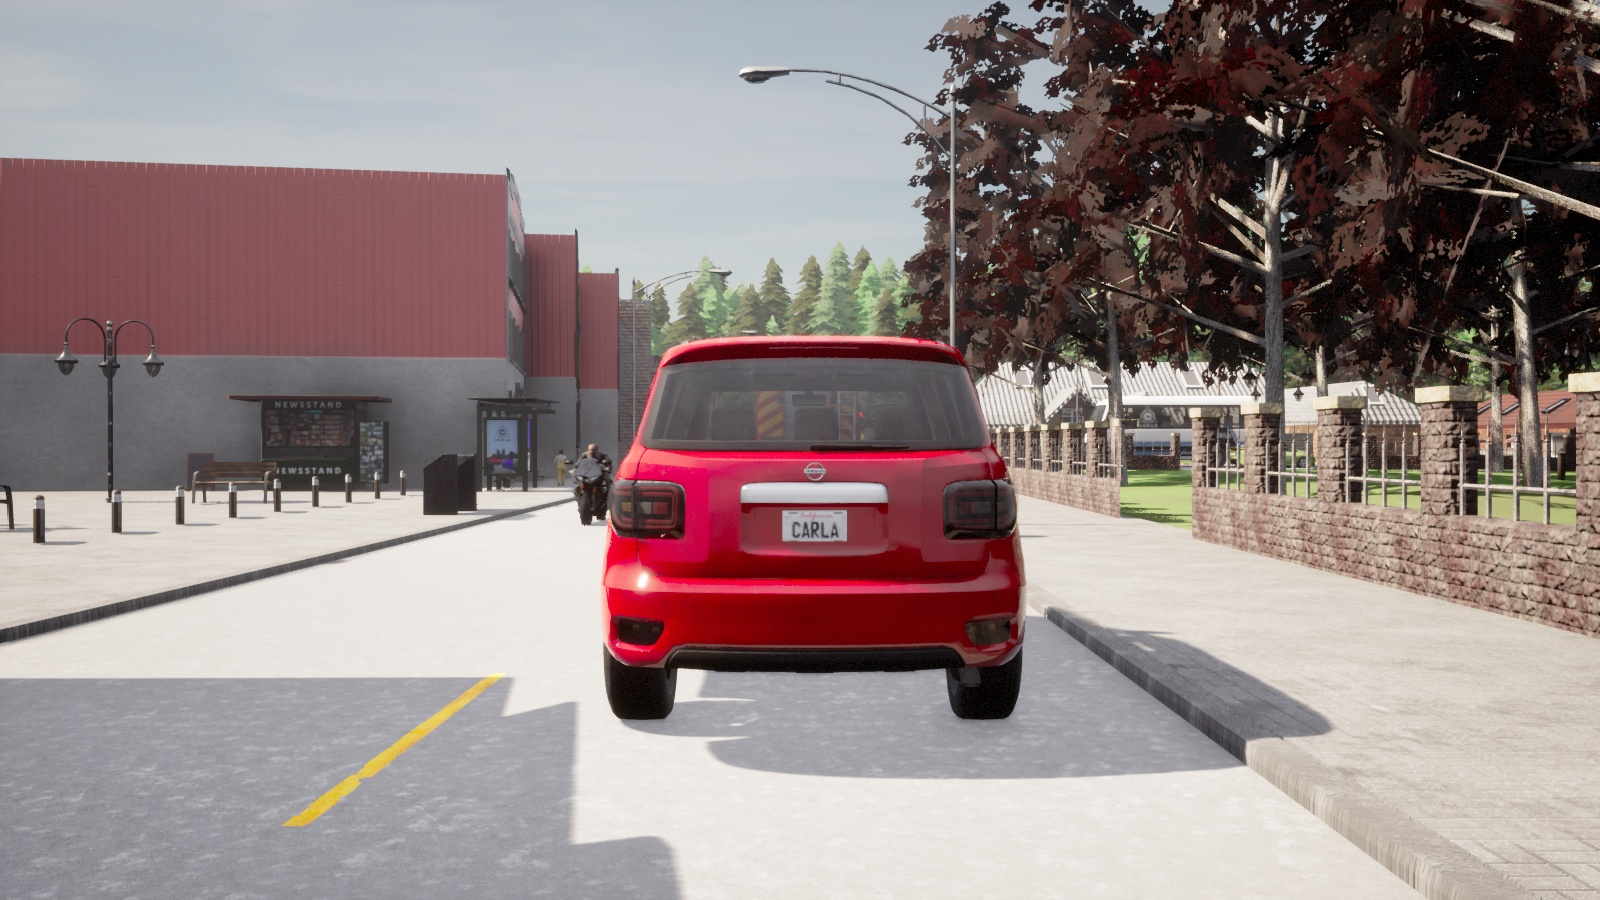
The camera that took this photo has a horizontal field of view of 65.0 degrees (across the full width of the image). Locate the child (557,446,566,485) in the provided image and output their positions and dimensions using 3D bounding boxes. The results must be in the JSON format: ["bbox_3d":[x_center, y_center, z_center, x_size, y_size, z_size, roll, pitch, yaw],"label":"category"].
[{"bbox_3d":[-7.789,0.499,40.964,0.270,1.263,0.437,0,0,-8],"label":"child"}]

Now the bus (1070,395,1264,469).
[{"bbox_3d":[21.515,-1.031,74.190,10.273,4.253,3.944,0,0,0],"label":"bus"}]

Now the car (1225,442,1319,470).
[{"bbox_3d":[26.317,0.319,70.087,4.514,1.525,2.007,0,0,-1],"label":"car"}]

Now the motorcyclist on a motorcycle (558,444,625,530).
[{"bbox_3d":[-3.840,0.647,23.302,0.866,1.530,2.191,0,0,0],"label":"motorcyclist on a motorcycle"}]

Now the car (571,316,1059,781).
[{"bbox_3d":[0.065,0.419,8.312,2.150,2.045,5.566,0,0,0],"label":"car"}]
